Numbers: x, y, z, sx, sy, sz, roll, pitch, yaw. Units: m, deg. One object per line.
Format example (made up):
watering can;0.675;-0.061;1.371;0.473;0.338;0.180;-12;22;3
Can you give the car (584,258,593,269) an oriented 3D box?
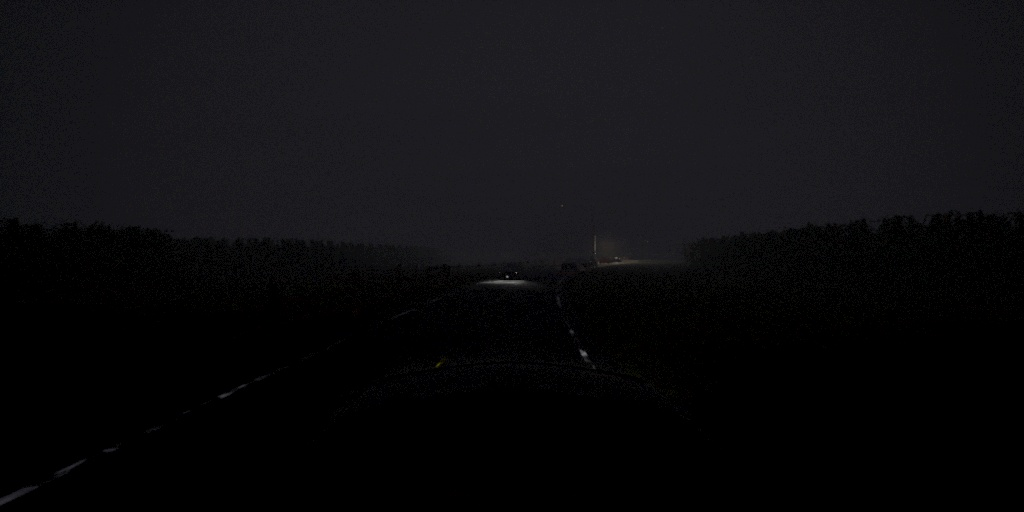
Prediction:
car;10.638;1.145;54.174;1.882;1.535;5.008;0;0;21

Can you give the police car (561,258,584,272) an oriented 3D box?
police car;7.415;1.120;44.986;1.930;1.638;5.238;0;0;17

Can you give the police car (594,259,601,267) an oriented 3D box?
police car;12.938;1.074;59.737;1.930;1.638;5.238;0;0;24

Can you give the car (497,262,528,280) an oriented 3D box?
car;0.157;1.270;31.213;2.033;1.411;5.357;0;0;12
